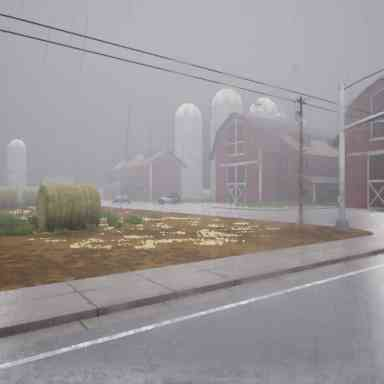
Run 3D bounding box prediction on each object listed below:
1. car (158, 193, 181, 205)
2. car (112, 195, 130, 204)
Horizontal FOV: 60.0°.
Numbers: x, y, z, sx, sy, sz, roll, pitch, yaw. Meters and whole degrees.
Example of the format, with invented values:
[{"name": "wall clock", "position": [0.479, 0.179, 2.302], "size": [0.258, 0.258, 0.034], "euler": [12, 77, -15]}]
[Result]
[{"name": "car", "position": [-3.919, 1.118, 57.685], "size": [3.866, 1.878, 1.905], "euler": [-2, 5, 11]}, {"name": "car", "position": [-13.688, 1.325, 64.050], "size": [2.097, 1.767, 4.553], "euler": [0, 0, -37]}]
